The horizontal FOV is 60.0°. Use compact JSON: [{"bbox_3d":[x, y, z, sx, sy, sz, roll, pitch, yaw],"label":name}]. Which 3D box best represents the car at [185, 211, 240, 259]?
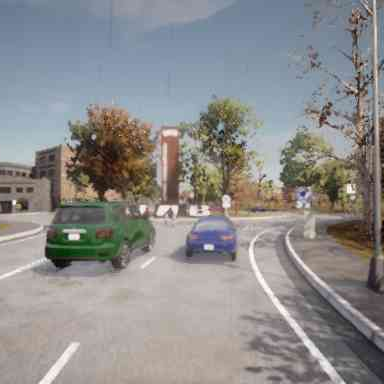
[{"bbox_3d":[0.893,1.675,13.137,1.812,1.442,4.674,0,-1,9],"label":"car"}]

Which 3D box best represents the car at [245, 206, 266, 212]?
[{"bbox_3d":[13.201,3.502,69.220,4.181,1.385,1.994,-2,-3,45],"label":"car"}]

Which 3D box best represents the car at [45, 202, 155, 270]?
[{"bbox_3d":[-2.879,1.347,11.669,2.150,2.045,5.566,0,-1,7],"label":"car"}]

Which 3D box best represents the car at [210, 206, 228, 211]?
[{"bbox_3d":[5.631,3.574,70.676,4.181,1.385,1.994,-1,-2,24],"label":"car"}]
